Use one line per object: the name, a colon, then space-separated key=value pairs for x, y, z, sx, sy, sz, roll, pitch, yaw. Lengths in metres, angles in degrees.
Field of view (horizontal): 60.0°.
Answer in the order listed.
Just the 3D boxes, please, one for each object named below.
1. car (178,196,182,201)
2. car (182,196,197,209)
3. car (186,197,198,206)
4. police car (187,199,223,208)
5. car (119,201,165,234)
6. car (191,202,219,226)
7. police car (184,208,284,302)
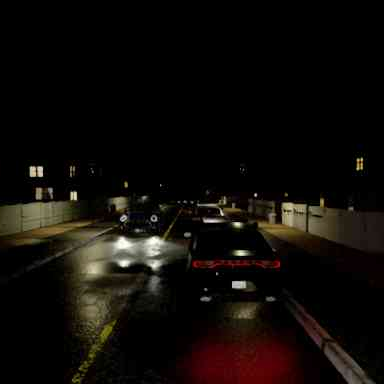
car: x=-2.743 y=1.787 z=92.324 sx=1.812 sy=1.442 sz=4.674 roll=0 pitch=0 yaw=0
car: x=0.032 y=1.406 z=45.770 sx=2.097 sy=1.767 sz=4.553 roll=0 pitch=0 yaw=0
car: x=0.005 y=1.663 z=59.738 sx=1.994 sy=1.385 sz=4.181 roll=0 pitch=0 yaw=0
police car: x=0.826 y=1.430 z=18.427 sx=1.930 sy=1.638 sz=5.238 roll=0 pitch=0 yaw=0
car: x=-2.749 y=1.357 z=19.038 sx=2.097 sy=1.767 sz=4.553 roll=0 pitch=0 yaw=0
car: x=0.826 y=1.517 z=24.317 sx=1.837 sy=1.490 sz=4.892 roll=0 pitch=0 yaw=0
police car: x=0.826 y=1.424 z=8.425 sx=1.930 sy=1.638 sz=5.238 roll=0 pitch=0 yaw=0
